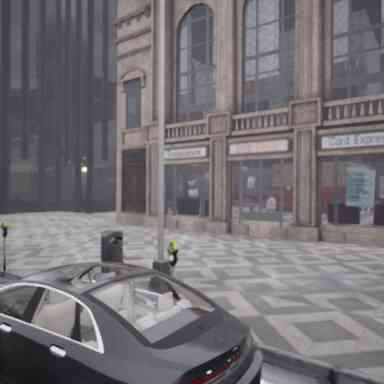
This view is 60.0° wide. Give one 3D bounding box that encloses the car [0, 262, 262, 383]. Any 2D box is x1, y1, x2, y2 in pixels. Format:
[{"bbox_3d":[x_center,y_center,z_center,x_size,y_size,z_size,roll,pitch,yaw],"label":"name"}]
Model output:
[{"bbox_3d":[-1.373,1.539,3.952,4.403,1.369,2.008,0,0,36],"label":"car"}]
